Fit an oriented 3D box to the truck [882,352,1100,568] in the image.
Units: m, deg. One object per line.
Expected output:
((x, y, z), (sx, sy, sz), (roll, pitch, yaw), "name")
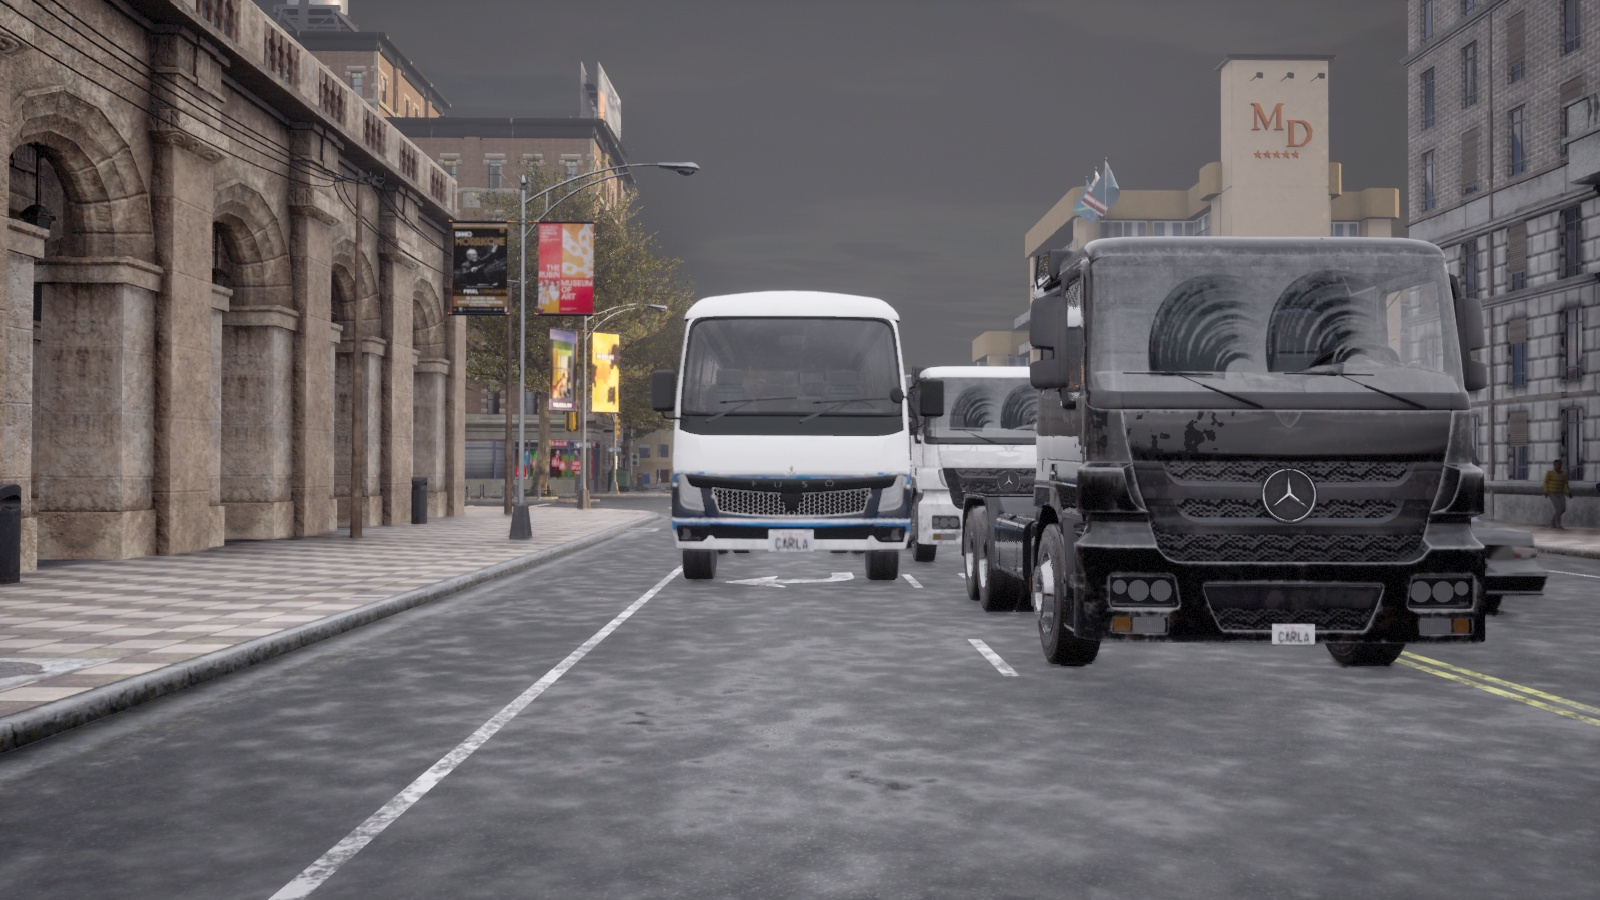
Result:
((3.330, 0.223, 24.169), (2.891, 3.462, 7.936), (0, -1, -1), "truck")

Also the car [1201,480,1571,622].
((6.875, 1.095, 15.570), (2.033, 1.411, 5.357), (0, -1, 0), "car")

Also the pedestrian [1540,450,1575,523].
((19.254, 0.929, 31.938), (0.431, 1.840, 0.709), (0, -1, -2), "pedestrian")

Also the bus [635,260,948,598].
((-0.150, -0.210, 21.000), (3.944, 4.253, 10.273), (0, -1, 0), "bus")

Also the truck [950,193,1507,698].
((3.411, 0.030, 12.598), (2.891, 3.462, 7.936), (0, -1, 0), "truck")
